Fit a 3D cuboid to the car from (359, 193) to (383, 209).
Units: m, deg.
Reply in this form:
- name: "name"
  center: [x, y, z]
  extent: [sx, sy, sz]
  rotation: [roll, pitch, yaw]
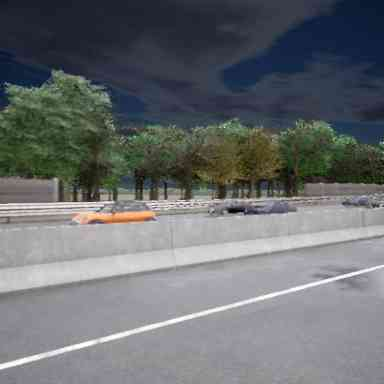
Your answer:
- name: "car"
  center: [17.181, 1.129, 28.725]
  extent: [5.566, 2.045, 2.150]
  rotation: [-1, 0, -35]

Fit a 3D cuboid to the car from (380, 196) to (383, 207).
- name: "car"
  center: [27.517, 1.258, 44.341]
  extent: [5.357, 1.411, 2.033]
  rotation: [-1, 1, -34]

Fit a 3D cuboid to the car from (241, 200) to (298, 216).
- name: "car"
  center: [7.406, 1.506, 30.363]
  extent: [5.357, 1.411, 2.033]
  rotation: [0, 0, -35]

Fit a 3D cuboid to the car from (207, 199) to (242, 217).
- name: "car"
  center: [3.627, 1.464, 31.247]
  extent: [4.902, 1.511, 2.128]
  rotation: [0, 0, -38]

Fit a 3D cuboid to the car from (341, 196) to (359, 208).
- name: "car"
  center: [22.531, 1.308, 45.149]
  extent: [5.357, 1.411, 2.033]
  rotation: [-1, 0, -34]

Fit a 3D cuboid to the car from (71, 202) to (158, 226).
- name: "car"
  center: [-4.196, 1.352, 18.147]
  extent: [4.553, 1.767, 2.097]
  rotation: [0, 0, -35]
